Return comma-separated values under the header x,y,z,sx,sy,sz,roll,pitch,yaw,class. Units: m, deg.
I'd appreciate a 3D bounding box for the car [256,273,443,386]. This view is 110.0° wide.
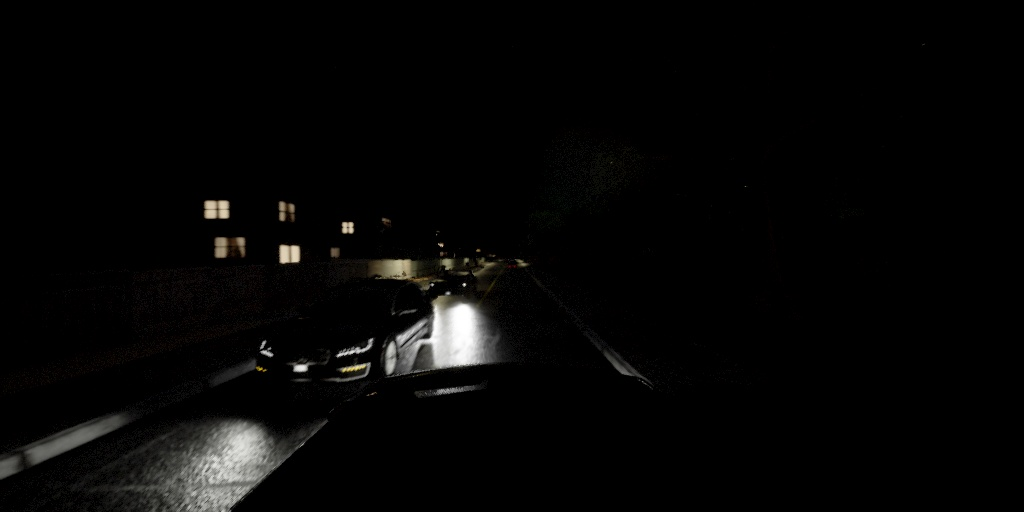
x,y,z,sx,sy,sz,roll,pitch,yaw,class
-2.855,1.264,7.267,1.837,1.490,4.892,0,0,0,car

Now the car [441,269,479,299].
x,y,z,sx,sy,sz,roll,pitch,yaw,class
-2.839,1.362,18.211,1.895,1.301,4.718,0,0,0,car
